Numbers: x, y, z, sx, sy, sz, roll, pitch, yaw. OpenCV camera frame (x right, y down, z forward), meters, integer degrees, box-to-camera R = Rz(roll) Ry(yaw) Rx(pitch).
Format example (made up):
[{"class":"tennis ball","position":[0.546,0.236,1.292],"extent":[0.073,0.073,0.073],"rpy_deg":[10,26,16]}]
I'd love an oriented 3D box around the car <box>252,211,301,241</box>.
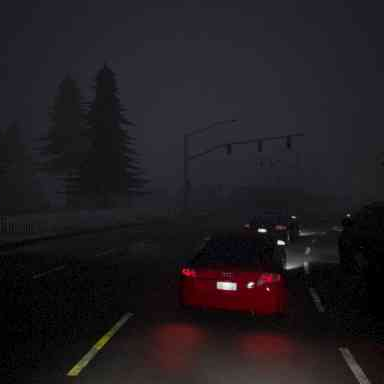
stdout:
[{"class":"car","position":[3.780,1.564,15.549],"extent":[1.994,1.385,4.181],"rpy_deg":[0,0,26]}]

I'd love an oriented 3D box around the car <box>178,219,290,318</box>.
[{"class":"car","position":[1.123,1.564,7.577],"extent":[1.994,1.385,4.181],"rpy_deg":[0,0,15]}]

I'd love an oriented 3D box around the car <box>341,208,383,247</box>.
[{"class":"car","position":[8.359,1.564,15.812],"extent":[1.994,1.385,4.181],"rpy_deg":[0,0,28]}]

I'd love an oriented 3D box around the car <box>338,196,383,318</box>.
[{"class":"car","position":[4.701,1.221,7.219],"extent":[2.150,2.045,5.566],"rpy_deg":[0,0,15]}]
